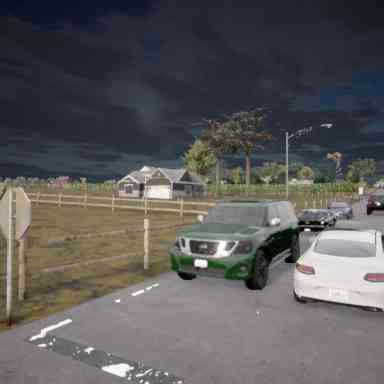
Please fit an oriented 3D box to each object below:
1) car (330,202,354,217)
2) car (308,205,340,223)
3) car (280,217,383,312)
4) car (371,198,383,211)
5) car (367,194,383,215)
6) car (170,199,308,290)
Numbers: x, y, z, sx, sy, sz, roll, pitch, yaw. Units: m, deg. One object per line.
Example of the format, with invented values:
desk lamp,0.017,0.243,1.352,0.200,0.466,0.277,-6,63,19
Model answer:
car,12.708,1.574,28.627,1.812,1.442,4.674,0,0,30
car,7.000,1.637,18.934,1.895,1.301,4.718,0,0,30
car,3.598,1.534,7.522,1.812,1.442,4.674,0,0,30
car,24.384,1.594,42.903,2.033,1.411,5.357,0,0,30
car,19.200,1.265,33.991,2.150,2.045,5.566,0,0,32
car,1.600,1.245,9.752,2.150,2.045,5.566,0,0,31
